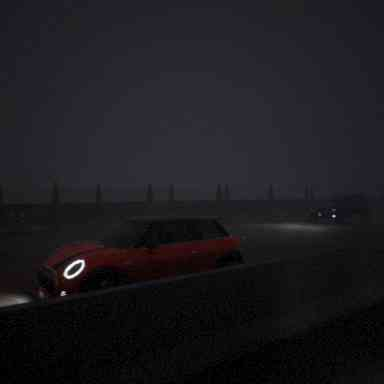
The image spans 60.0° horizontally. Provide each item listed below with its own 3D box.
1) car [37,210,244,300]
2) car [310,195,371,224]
[{"bbox_3d":[-1.000,1.351,7.580,4.553,1.767,2.097,0,0,-35],"label":"car"},{"bbox_3d":[11.194,1.215,24.881,5.566,2.045,2.150,0,0,-36],"label":"car"}]
